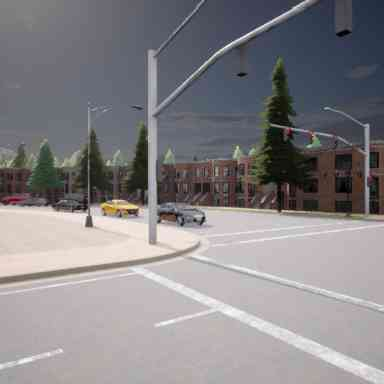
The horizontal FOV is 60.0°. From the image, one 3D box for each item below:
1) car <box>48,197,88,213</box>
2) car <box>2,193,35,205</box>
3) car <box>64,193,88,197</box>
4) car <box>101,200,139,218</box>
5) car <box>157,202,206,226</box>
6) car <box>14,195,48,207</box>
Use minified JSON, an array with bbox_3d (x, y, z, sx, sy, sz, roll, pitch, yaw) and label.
[{"bbox_3d":[-13.914,1.601,37.954,4.718,1.301,1.895,0,0,37],"label":"car"},{"bbox_3d":[-28.982,1.221,55.956,5.566,2.045,2.150,0,0,10],"label":"car"},{"bbox_3d":[-18.863,1.221,52.901,5.566,2.045,2.150,0,0,23],"label":"car"},{"bbox_3d":[-6.743,1.478,30.891,1.882,1.535,5.008,0,0,-40],"label":"car"},{"bbox_3d":[-0.991,1.492,23.328,2.128,1.511,4.902,0,0,-36],"label":"car"},{"bbox_3d":[-24.121,1.547,51.169,5.357,1.411,2.033,0,0,17],"label":"car"}]
